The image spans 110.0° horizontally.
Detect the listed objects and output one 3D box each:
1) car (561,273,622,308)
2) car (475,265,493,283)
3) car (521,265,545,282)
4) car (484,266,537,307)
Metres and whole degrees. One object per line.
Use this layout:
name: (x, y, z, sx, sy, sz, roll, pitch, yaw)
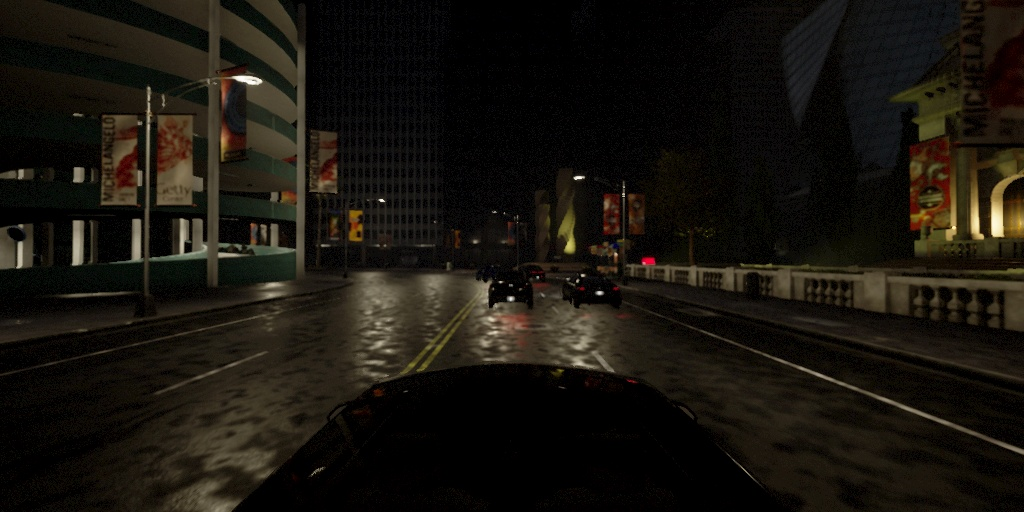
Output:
car: (3.444, 1.447, 16.128, 1.994, 1.385, 4.181, 0, 0, 0)
car: (-1.931, 1.552, 31.552, 1.812, 1.442, 4.674, 0, 0, -17)
car: (1.455, 1.542, 32.459, 1.837, 1.490, 4.892, 0, 0, -17)
car: (-0.055, 1.391, 16.155, 1.837, 1.490, 4.892, 0, 0, 0)
